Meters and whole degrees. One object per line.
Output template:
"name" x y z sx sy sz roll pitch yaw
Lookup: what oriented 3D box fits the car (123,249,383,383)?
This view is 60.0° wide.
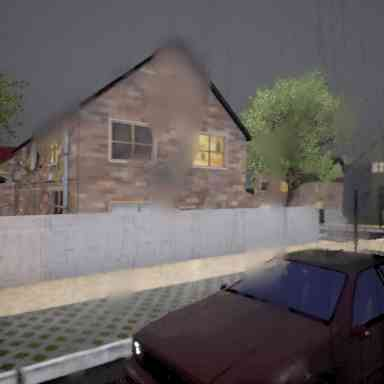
"car" 1.843 1.565 4.544 5.357 1.411 2.033 0 0 -38

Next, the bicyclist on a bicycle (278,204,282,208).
"bicyclist on a bicycle" 8.255 1.932 31.122 1.656 1.620 0.582 -2 1 -35
